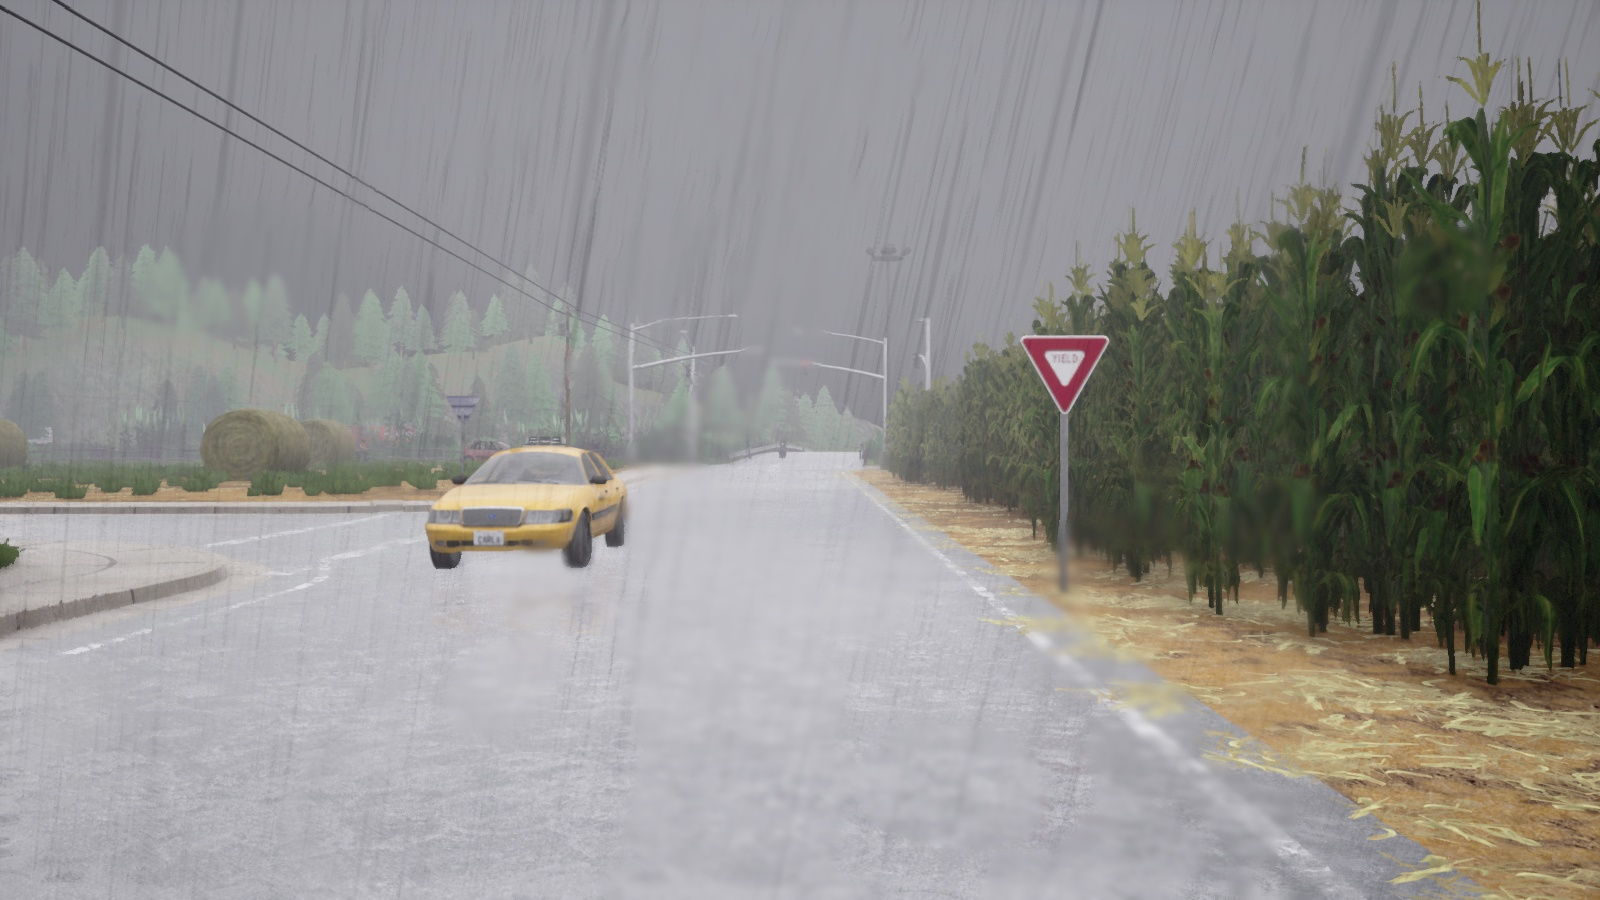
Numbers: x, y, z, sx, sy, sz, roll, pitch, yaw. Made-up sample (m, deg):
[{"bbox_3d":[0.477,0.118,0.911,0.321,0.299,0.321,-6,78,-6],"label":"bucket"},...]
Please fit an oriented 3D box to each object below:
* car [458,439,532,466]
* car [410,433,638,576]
[{"bbox_3d":[-18.478,0.165,76.190,3.988,1.617,1.851,0,0,3],"label":"car"},{"bbox_3d":[-3.394,0.582,16.541,1.801,1.575,5.366,0,0,0],"label":"car"}]
